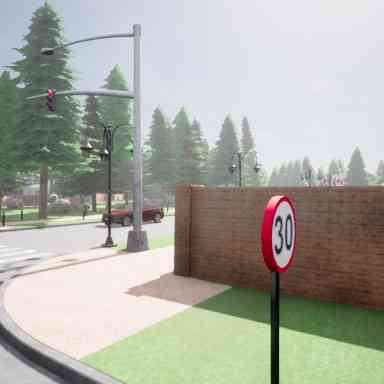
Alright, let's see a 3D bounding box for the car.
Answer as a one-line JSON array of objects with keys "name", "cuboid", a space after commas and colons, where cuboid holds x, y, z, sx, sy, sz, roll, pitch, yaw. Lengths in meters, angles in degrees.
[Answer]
[{"name": "car", "cuboid": [-4.012, 1.464, 23.168, 1.882, 1.535, 5.008, 0, 0, 35]}]
